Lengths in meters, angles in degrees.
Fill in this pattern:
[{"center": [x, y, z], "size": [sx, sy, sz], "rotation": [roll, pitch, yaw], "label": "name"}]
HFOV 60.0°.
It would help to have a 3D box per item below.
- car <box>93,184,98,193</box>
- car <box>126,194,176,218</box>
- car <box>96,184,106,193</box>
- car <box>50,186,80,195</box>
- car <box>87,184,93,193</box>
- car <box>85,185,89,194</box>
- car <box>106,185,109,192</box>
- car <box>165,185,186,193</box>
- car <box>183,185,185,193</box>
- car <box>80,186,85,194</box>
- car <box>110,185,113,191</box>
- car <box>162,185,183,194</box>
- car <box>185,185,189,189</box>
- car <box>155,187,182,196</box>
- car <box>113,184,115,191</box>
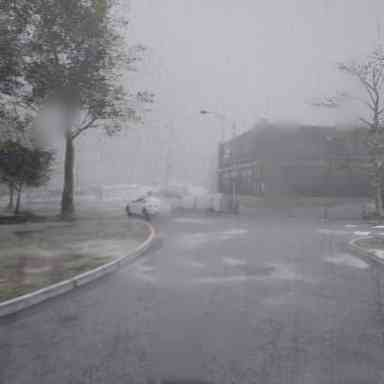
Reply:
[{"center": [-24.666, -0.410, 75.067], "size": [4.892, 1.521, 2.231], "rotation": [1, 2, 1], "label": "car"}, {"center": [-3.245, 1.062, 24.425], "size": [1.812, 1.442, 4.674], "rotation": [0, 1, -34], "label": "car"}, {"center": [-24.617, -0.825, 80.570], "size": [5.566, 2.045, 2.435], "rotation": [1, 2, 1], "label": "car"}, {"center": [-24.762, -0.240, 64.029], "size": [4.553, 1.767, 2.185], "rotation": [1, 1, 1], "label": "car"}, {"center": [-24.661, -0.459, 72.302], "size": [4.553, 1.767, 2.185], "rotation": [1, 2, 1], "label": "car"}, {"center": [-24.726, -0.220, 69.550], "size": [4.674, 1.452, 2.002], "rotation": [1, 2, 1], "label": "car"}, {"center": [-24.373, -0.655, 83.331], "size": [5.366, 1.575, 1.946], "rotation": [1, 2, 1], "label": "car"}, {"center": [-4.331, -0.825, 89.734], "size": [5.566, 2.045, 2.435], "rotation": [1, 2, 1], "label": "car"}, {"center": [-4.457, -0.279, 75.723], "size": [4.553, 1.767, 2.185], "rotation": [1, 2, 1], "label": "car"}, {"center": [-24.767, -0.185, 66.795], "size": [5.008, 1.535, 2.097], "rotation": [1, 1, 1], "label": "car"}, {"center": [-24.496, -0.817, 88.846], "size": [5.008, 1.535, 2.097], "rotation": [1, 2, 1], "label": "car"}, {"center": [-4.566, -0.045, 67.383], "size": [4.553, 1.767, 2.185], "rotation": [1, 1, 1], "label": "car"}, {"center": [-4.348, -0.655, 84.051], "size": [5.566, 2.045, 2.435], "rotation": [1, 2, 1], "label": "car"}, {"center": [-4.699, 0.241, 61.954], "size": [4.792, 1.488, 2.163], "rotation": [1, 1, 1], "label": "car"}, {"center": [-24.486, -1.023, 91.598], "size": [4.553, 1.767, 2.185], "rotation": [1, 2, 1], "label": "car"}]
